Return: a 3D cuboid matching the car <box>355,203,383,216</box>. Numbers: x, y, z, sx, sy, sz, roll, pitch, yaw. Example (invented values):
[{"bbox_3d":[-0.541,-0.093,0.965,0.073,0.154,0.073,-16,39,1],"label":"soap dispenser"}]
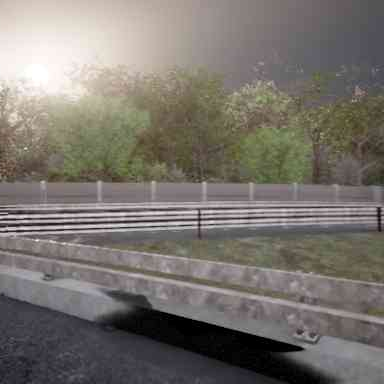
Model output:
[{"bbox_3d":[14.771,1.564,25.208,4.902,1.511,2.128,1,0,-16],"label":"car"}]
